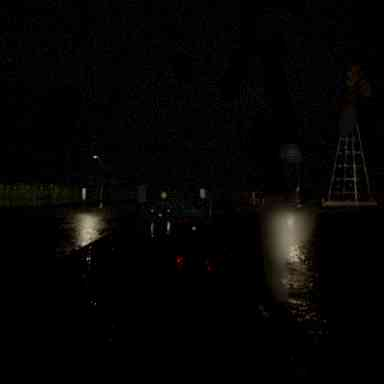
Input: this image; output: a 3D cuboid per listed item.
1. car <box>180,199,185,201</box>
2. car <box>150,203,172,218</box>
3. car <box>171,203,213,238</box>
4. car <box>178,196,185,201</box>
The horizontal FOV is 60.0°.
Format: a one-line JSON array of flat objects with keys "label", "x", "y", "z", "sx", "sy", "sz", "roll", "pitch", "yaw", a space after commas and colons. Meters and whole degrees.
[{"label": "car", "x": 0.091, "y": 1.667, "z": 30.257, "sx": 2.033, "sy": 1.411, "sz": 5.357, "roll": 0, "pitch": 0, "yaw": 0}, {"label": "car", "x": -2.782, "y": 1.725, "z": 31.527, "sx": 1.895, "sy": 1.301, "sz": 4.718, "roll": 0, "pitch": 0, "yaw": 0}, {"label": "car", "x": 0.093, "y": 1.552, "z": 18.151, "sx": 1.882, "sy": 1.535, "sz": 5.008, "roll": 0, "pitch": 0, "yaw": 0}, {"label": "car", "x": -2.782, "y": 1.849, "z": 90.164, "sx": 1.994, "sy": 1.385, "sz": 4.181, "roll": 0, "pitch": 0, "yaw": 0}]
